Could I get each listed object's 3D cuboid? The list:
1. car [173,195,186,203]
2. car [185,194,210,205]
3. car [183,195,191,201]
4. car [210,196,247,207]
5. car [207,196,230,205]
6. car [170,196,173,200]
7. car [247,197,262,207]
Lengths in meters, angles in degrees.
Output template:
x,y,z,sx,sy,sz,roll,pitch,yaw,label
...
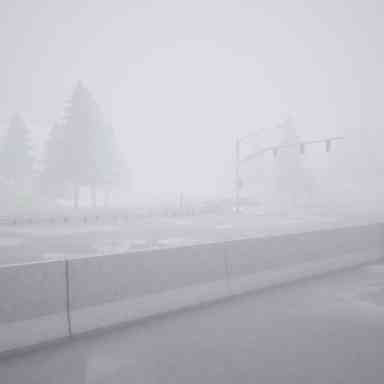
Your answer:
x,y,z,sx,sy,sz,roll,pitch,yaw,label
-1.894,1.601,68.234,1.895,1.301,4.718,0,0,-17,car
1.182,1.547,59.149,2.033,1.411,5.357,0,0,-22,car
-1.396,1.457,86.783,1.882,1.535,5.008,0,0,-3,car
5.400,1.547,50.062,2.033,1.411,5.357,0,0,-28,car
4.748,1.491,59.777,2.128,1.511,4.902,0,0,-22,car
-4.021,1.595,78.105,1.895,1.301,4.718,0,0,-11,car
8.693,1.505,51.404,1.837,1.490,4.892,0,0,-29,car
